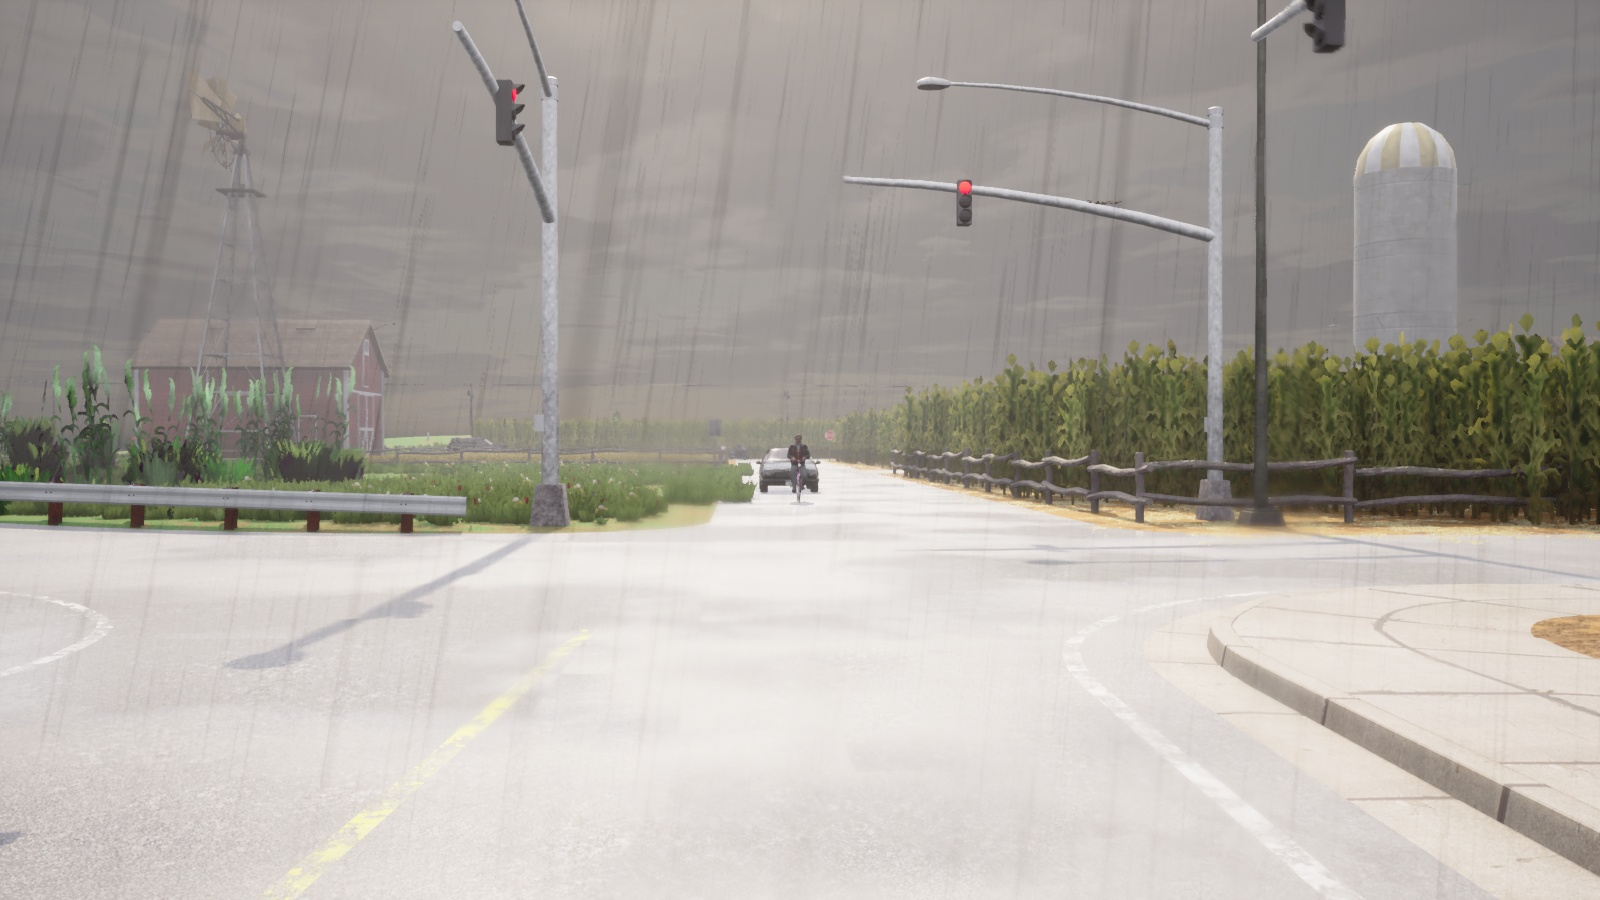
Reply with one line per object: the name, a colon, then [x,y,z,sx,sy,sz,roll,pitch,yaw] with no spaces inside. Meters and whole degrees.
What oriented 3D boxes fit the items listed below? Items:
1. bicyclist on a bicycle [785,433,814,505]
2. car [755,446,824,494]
bicyclist on a bicycle: [-0.030,0.472,31.973,0.659,1.776,1.843,0,0,-3]
car: [-0.404,0.601,40.347,2.033,1.411,5.357,0,0,-2]
